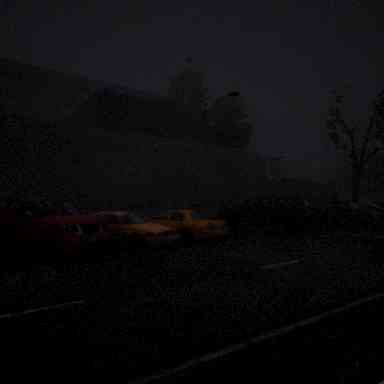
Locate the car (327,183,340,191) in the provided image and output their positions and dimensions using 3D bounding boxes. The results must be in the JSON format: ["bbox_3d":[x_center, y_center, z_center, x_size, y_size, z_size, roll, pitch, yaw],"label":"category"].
[{"bbox_3d":[36.635,-1.299,86.246,1.946,1.575,5.366,7,3,35],"label":"car"}]

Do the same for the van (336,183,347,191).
[{"bbox_3d":[38.208,-1.253,83.514,1.878,1.987,4.442,8,3,35],"label":"van"}]

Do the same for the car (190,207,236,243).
[{"bbox_3d":[-0.833,1.511,16.150,5.366,1.575,1.946,-1,-1,35],"label":"car"}]

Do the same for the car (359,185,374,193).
[{"bbox_3d":[41.690,-0.481,78.675,2.231,1.521,4.892,7,3,35],"label":"car"}]

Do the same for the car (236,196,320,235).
[{"bbox_3d":[4.182,1.285,19.541,5.566,2.045,2.435,-1,-1,35],"label":"car"}]

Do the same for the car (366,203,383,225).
[{"bbox_3d":[11.519,1.467,24.773,4.553,1.767,2.185,-1,-1,35],"label":"car"}]

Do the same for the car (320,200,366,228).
[{"bbox_3d":[9.123,1.445,22.990,4.553,1.767,2.185,-1,-1,35],"label":"car"}]

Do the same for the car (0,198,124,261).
[{"bbox_3d":[-5.541,1.245,12.560,5.566,2.045,2.435,-1,-1,35],"label":"car"}]

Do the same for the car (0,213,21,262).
[{"bbox_3d":[-7.985,1.521,10.813,4.792,1.488,2.163,-1,-1,35],"label":"car"}]

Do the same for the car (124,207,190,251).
[{"bbox_3d":[-2.967,1.497,14.204,5.366,1.575,1.946,-1,-1,35],"label":"car"}]

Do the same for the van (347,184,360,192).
[{"bbox_3d":[39.934,-0.980,81.040,1.878,1.987,4.442,8,3,35],"label":"van"}]
